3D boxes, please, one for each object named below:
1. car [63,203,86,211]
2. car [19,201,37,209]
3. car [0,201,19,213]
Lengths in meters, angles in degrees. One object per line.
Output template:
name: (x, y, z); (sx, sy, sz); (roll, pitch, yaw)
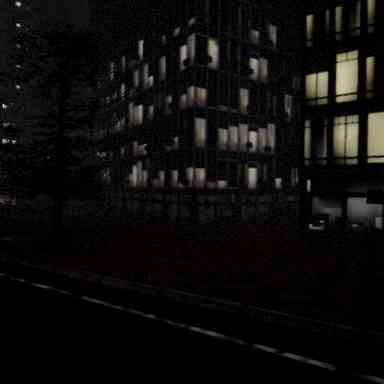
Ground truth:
car: (-18.883, 2.429, 54.406); (4.507, 1.381, 1.887); (0, 1, -34)
car: (-28.009, 2.280, 57.712); (4.403, 1.369, 2.008); (0, 1, -34)
car: (-28.239, 2.149, 48.004); (5.009, 1.841, 2.192); (0, 1, -34)
